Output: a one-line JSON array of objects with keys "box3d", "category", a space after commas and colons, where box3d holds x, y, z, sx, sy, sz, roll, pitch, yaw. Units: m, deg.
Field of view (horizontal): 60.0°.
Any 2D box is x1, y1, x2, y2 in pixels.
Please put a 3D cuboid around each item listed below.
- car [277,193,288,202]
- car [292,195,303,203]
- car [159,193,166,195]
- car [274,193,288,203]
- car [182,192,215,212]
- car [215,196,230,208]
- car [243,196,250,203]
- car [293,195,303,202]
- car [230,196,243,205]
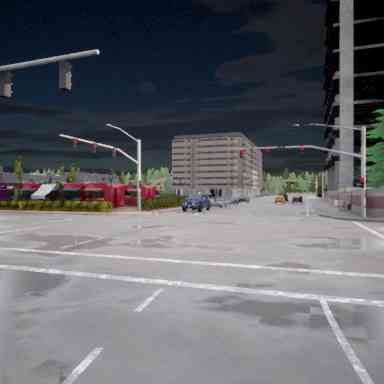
[{"box3d": [21.547, 1.225, 78.822, 2.150, 2.045, 5.566, 0, 0, 19], "category": "car"}, {"box3d": [21.449, 1.478, 67.601, 1.882, 1.535, 5.008, 0, 0, 19], "category": "car"}, {"box3d": [-7.964, 1.209, 81.445, 4.605, 1.855, 1.932, 0, 0, 19], "category": "car"}, {"box3d": [18.236, 1.478, 69.005, 1.882, 1.535, 5.008, 0, 0, 19], "category": "car"}, {"box3d": [0.597, 1.221, 39.317, 2.150, 2.045, 5.566, 0, 0, 19], "category": "car"}, {"box3d": [3.767, 1.601, 48.622, 1.895, 1.301, 4.718, 0, 0, 19], "category": "car"}, {"box3d": [10.732, 1.547, 68.774, 2.033, 1.411, 5.357, 0, 0, 19], "category": "car"}, {"box3d": [24.742, 1.525, 77.344, 2.128, 1.511, 4.902, 0, 0, 19], "category": "car"}, {"box3d": [6.869, 1.491, 57.675, 2.128, 1.511, 4.902, 0, 0, 19], "category": "car"}]
